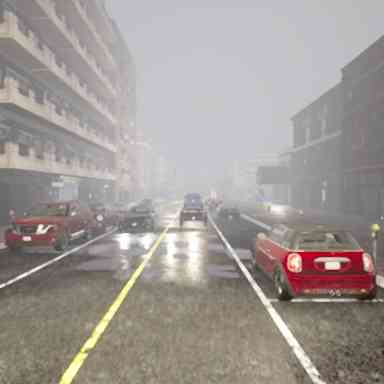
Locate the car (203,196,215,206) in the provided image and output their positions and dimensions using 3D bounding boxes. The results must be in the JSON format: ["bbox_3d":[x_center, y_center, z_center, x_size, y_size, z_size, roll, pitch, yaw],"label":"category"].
[{"bbox_3d":[2.687,1.453,54.034,1.752,1.417,4.829,0,0,0],"label":"car"}]

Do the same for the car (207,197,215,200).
[{"bbox_3d":[2.686,1.486,36.773,1.887,1.381,4.507,0,0,0],"label":"car"}]

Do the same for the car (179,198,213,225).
[{"bbox_3d":[0.101,1.450,23.427,2.128,1.511,4.902,0,0,0],"label":"car"}]

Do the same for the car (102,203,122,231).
[{"bbox_3d":[-5.695,1.404,19.689,1.967,1.590,4.097,0,0,0],"label":"car"}]

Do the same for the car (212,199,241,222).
[{"bbox_3d":[2.687,1.506,25.381,2.008,1.369,4.403,0,0,0],"label":"car"}]

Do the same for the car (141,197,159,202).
[{"bbox_3d":[-5.694,1.501,42.476,1.947,1.339,4.313,0,0,0],"label":"car"}]

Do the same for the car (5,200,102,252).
[{"bbox_3d":[-5.696,1.288,13.991,2.192,1.841,5.009,0,0,0],"label":"car"}]

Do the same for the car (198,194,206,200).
[{"bbox_3d":[2.687,1.360,92.033,1.967,1.590,4.097,0,0,0],"label":"car"}]

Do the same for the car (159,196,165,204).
[{"bbox_3d":[-5.694,1.450,59.395,1.752,1.417,4.829,0,0,0],"label":"car"}]

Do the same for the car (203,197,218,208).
[{"bbox_3d":[2.687,1.476,48.167,1.887,1.381,4.507,0,0,0],"label":"car"}]

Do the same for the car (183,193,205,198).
[{"bbox_3d":[0.100,1.154,41.117,2.150,2.045,5.566,0,0,0],"label":"car"}]

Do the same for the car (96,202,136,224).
[{"bbox_3d":[-5.694,1.506,25.386,2.008,1.369,4.403,0,0,0],"label":"car"}]

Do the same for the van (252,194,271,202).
[{"bbox_3d":[14.660,1.329,70.327,3.998,1.788,1.690,0,0,0],"label":"van"}]

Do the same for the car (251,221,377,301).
[{"bbox_3d":[2.685,1.424,8.291,1.967,1.590,4.097,0,0,0],"label":"car"}]

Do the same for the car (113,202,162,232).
[{"bbox_3d":[-3.059,1.528,19.718,1.994,1.385,4.181,0,0,0],"label":"car"}]
